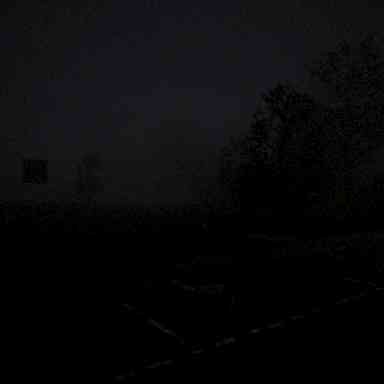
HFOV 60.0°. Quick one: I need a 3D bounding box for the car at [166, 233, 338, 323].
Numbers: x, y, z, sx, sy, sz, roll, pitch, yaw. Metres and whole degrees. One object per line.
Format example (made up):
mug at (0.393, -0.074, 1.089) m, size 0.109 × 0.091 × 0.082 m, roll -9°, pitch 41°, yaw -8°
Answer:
car at (1.461, 1.586, 7.132) m, size 4.206 × 1.307 × 1.802 m, roll 0°, pitch 1°, yaw -36°
